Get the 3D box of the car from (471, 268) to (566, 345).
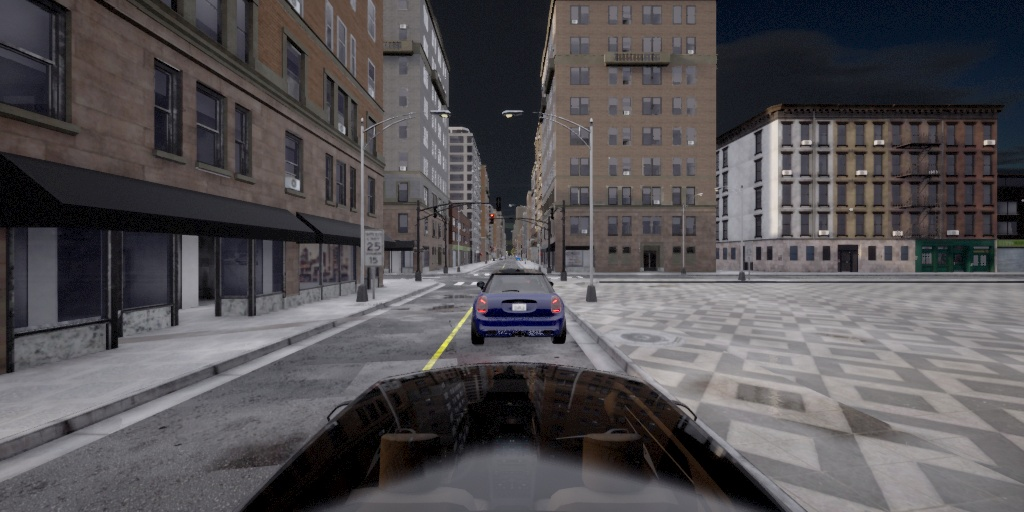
[{"bbox_3d":[0.100,1.102,9.706,2.097,1.767,4.553,0,0,-1],"label":"car"}]
